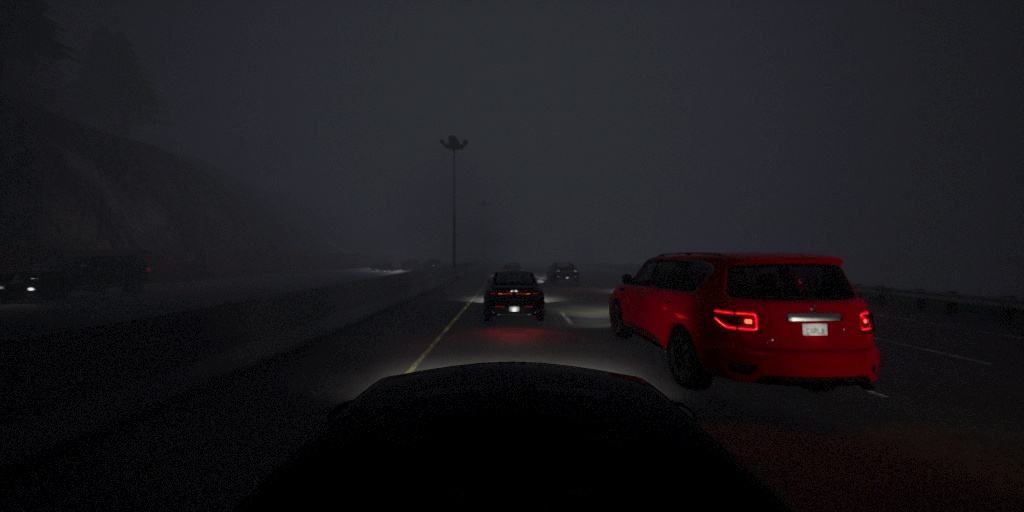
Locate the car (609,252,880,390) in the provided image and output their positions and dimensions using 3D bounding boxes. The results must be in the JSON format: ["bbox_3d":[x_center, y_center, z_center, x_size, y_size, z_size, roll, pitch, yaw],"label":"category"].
[{"bbox_3d":[3.579,0.956,6.921,2.150,2.045,5.566,0,0,0],"label":"car"}]

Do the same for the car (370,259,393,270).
[{"bbox_3d":[-17.688,1.177,48.818,1.812,1.442,4.674,0,0,0],"label":"car"}]

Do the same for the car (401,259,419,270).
[{"bbox_3d":[-14.205,1.135,50.560,2.128,1.511,4.902,0,0,0],"label":"car"}]

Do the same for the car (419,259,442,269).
[{"bbox_3d":[-10.706,1.149,48.516,1.837,1.490,4.892,0,1,0],"label":"car"}]

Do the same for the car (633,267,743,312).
[{"bbox_3d":[7.066,1.258,15.250,2.033,1.411,5.357,0,0,0],"label":"car"}]

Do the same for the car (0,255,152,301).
[{"bbox_3d":[-21.141,0.953,17.591,2.150,2.045,5.566,0,0,0],"label":"car"}]

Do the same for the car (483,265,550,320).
[{"bbox_3d":[0.066,1.229,12.444,1.837,1.490,4.892,0,0,0],"label":"car"}]

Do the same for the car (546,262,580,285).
[{"bbox_3d":[3.537,1.180,25.432,2.128,1.511,4.902,0,0,0],"label":"car"}]

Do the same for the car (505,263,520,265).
[{"bbox_3d":[0.023,1.243,30.621,1.994,1.385,4.181,0,0,0],"label":"car"}]
